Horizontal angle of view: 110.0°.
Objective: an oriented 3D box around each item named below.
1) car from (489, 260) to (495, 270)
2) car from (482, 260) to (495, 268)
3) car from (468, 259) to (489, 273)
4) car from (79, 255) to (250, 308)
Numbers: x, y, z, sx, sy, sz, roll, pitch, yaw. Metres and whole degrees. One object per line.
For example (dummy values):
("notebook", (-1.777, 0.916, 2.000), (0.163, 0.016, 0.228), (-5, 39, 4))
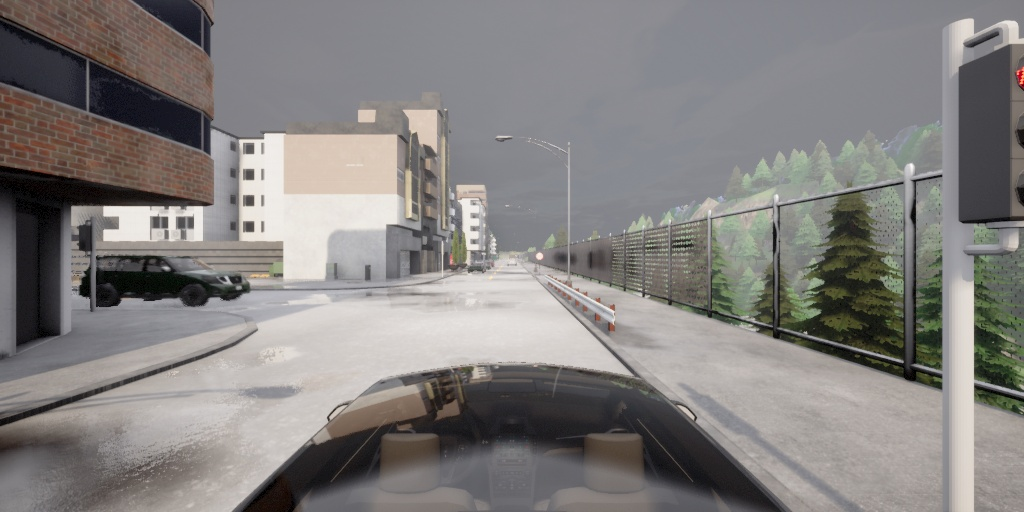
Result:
("car", (-4.096, 1.241, 52.583), (2.128, 1.511, 4.902), (0, 0, 0))
("car", (-4.061, 1.350, 62.415), (1.895, 1.301, 4.718), (0, 0, 1))
("car", (-4.101, 1.351, 42.408), (1.895, 1.301, 4.718), (0, 0, 0))
("car", (-14.139, 0.972, 14.793), (5.566, 2.045, 2.150), (0, 0, -3))
